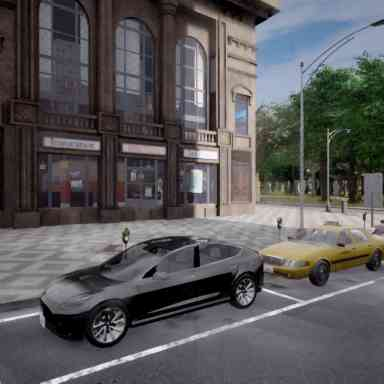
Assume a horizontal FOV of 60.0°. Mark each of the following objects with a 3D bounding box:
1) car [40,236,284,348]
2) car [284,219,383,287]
[{"bbox_3d":[-0.494,1.566,6.301,4.313,1.339,1.947,0,0,-36],"label":"car"},{"bbox_3d":[3.793,1.526,9.363,4.829,1.417,1.752,0,0,-36],"label":"car"}]
